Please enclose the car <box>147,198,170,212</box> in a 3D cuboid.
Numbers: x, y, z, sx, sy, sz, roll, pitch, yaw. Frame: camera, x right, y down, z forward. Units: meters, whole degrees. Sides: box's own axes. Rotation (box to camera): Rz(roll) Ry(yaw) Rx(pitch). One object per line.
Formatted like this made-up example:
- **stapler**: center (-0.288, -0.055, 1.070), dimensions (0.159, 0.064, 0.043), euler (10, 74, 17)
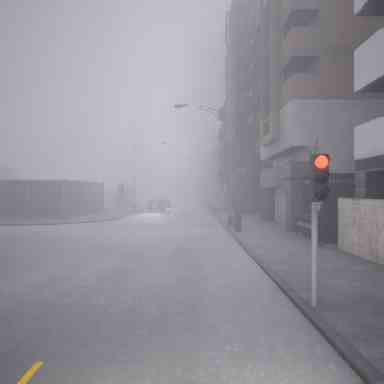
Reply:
- **car**: center (-4.127, 1.491, 39.308), dimensions (2.128, 1.511, 4.902), euler (0, 0, 0)
